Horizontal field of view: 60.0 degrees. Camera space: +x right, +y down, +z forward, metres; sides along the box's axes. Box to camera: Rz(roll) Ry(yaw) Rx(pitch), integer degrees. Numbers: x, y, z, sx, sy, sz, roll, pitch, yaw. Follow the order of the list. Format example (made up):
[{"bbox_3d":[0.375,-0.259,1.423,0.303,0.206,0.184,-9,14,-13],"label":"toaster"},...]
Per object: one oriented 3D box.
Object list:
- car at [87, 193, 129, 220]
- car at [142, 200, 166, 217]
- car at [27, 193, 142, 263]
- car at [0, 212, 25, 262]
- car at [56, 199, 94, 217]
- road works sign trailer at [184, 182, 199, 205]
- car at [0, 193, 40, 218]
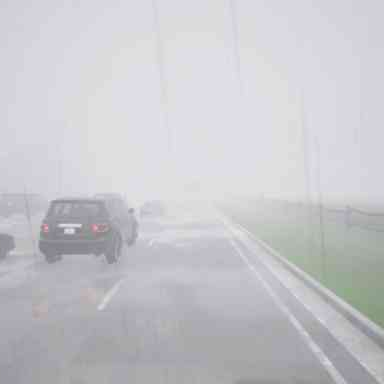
[{"bbox_3d":[-6.905,1.084,28.174,2.150,2.045,5.566,0,0,0],"label":"car"},{"bbox_3d":[-3.404,1.420,29.544,1.994,1.385,4.181,0,0,0],"label":"car"},{"bbox_3d":[-3.402,1.163,11.935,2.150,2.045,5.566,0,0,0],"label":"car"},{"bbox_3d":[-6.902,1.504,8.849,2.033,1.411,5.357,0,0,0],"label":"car"},{"bbox_3d":[-10.404,1.380,30.028,1.812,1.442,4.674,0,0,0],"label":"car"},{"bbox_3d":[-0.008,0.206,53.173,2.380,3.560,2.880,0,0,0],"label":"road works sign trailer"},{"bbox_3d":[-13.904,1.085,28.124,2.150,2.045,5.566,0,0,0],"label":"car"}]
